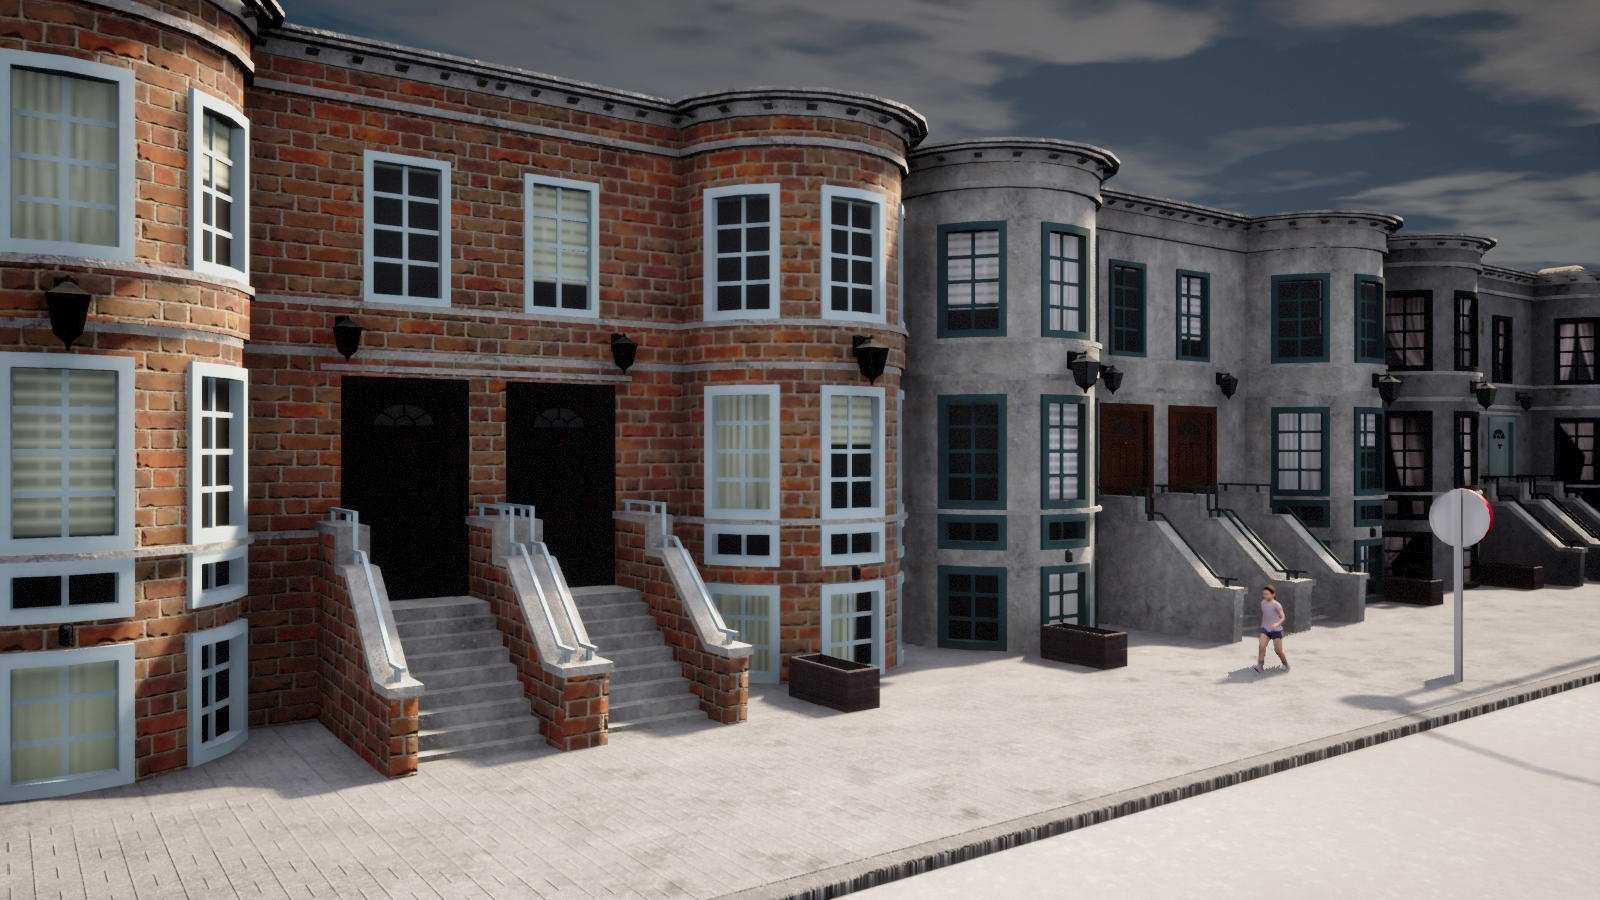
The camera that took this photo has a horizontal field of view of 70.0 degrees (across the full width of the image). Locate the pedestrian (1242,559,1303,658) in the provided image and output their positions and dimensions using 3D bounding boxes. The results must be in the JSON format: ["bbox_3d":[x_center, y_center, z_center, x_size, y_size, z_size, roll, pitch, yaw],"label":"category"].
[{"bbox_3d":[5.722,1.904,13.842,0.500,1.100,0.500,0,0,-37],"label":"pedestrian"}]
